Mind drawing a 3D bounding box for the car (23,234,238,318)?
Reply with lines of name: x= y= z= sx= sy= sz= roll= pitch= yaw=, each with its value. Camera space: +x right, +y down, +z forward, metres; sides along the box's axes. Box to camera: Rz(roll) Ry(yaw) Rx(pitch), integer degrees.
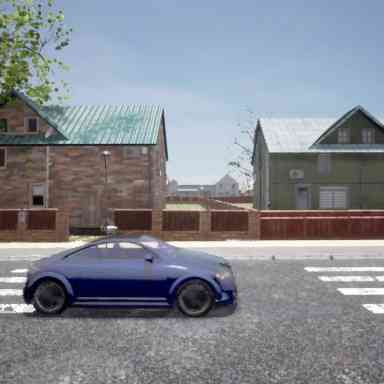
car: x=-1.173 y=1.598 z=6.955 sx=4.181 sy=1.385 sz=1.994 roll=0 pitch=-1 yaw=1
